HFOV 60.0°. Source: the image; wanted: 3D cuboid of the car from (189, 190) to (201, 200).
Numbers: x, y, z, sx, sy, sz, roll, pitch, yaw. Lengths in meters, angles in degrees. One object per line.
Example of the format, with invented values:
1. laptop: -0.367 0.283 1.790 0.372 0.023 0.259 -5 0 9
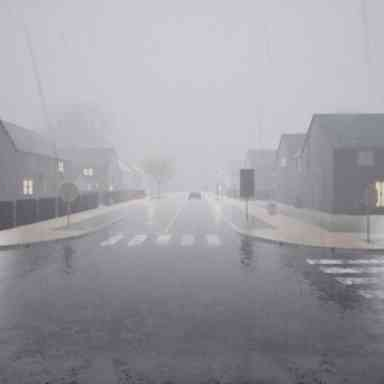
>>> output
1. car: 0.432 0.462 51.222 2.128 1.511 4.902 0 1 0

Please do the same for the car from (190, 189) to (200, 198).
1. car: 0.522 0.276 61.639 1.882 1.535 5.008 0 1 0
